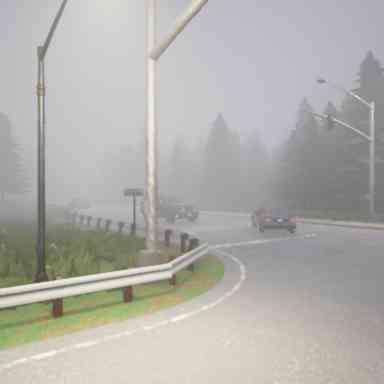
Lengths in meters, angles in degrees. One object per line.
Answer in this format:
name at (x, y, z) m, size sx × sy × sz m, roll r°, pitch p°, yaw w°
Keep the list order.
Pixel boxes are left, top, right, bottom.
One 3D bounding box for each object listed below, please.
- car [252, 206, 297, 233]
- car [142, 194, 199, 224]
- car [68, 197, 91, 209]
car at (4.611, 1.484, 19.180) m, size 2.033 × 1.411 × 5.357 m, roll 0°, pitch 0°, yaw 4°
car at (-1.781, 1.157, 24.940) m, size 2.150 × 2.045 × 5.566 m, roll 0°, pitch 0°, yaw -36°
car at (-14.379, 1.446, 42.368) m, size 1.837 × 1.490 × 4.892 m, roll 0°, pitch 0°, yaw -35°
